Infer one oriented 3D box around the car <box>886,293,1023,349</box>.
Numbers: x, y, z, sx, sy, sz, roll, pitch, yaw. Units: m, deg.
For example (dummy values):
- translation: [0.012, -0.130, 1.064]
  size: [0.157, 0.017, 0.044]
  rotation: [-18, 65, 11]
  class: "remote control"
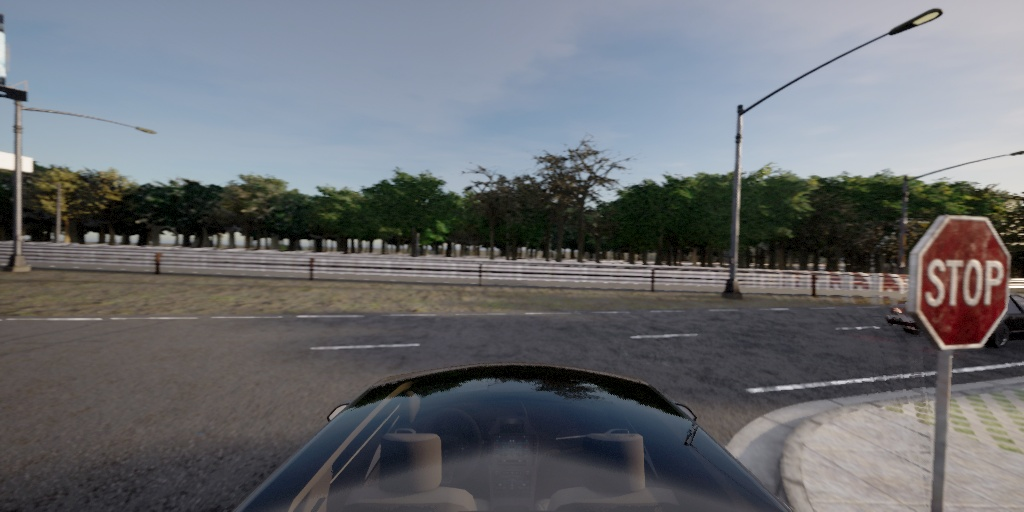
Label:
- translation: [13.544, 1.699, 10.403]
  size: [5.357, 1.411, 2.033]
  rotation: [2, 1, -17]
  class: "car"
